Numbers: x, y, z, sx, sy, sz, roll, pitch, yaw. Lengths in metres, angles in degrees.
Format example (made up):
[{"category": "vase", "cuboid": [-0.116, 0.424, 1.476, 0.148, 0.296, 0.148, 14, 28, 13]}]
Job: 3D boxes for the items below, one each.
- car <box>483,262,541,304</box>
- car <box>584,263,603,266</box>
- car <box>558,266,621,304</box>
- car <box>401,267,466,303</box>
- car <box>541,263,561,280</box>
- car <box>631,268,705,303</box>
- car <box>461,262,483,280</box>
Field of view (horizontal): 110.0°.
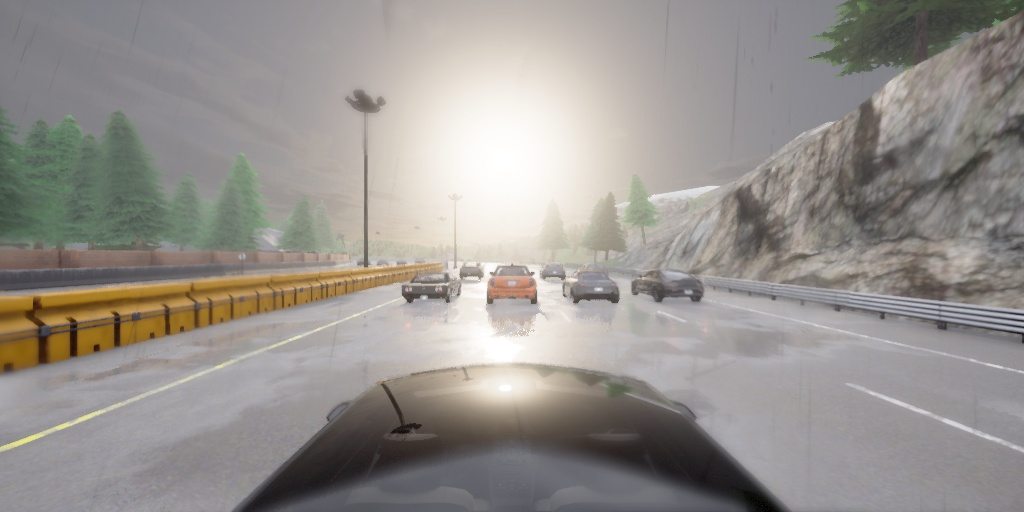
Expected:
[{"category": "car", "cuboid": [0.005, 1.113, 16.459, 2.097, 1.767, 4.553, 0, 0, 0]}, {"category": "car", "cuboid": [7.023, 1.311, 31.480, 2.033, 1.411, 5.357, 0, 0, 0]}, {"category": "car", "cuboid": [3.505, 1.320, 16.485, 1.994, 1.385, 4.181, 0, 0, 0]}, {"category": "car", "cuboid": [-3.495, 1.363, 16.523, 1.895, 1.301, 4.718, 0, 0, 0]}, {"category": "car", "cuboid": [3.523, 1.320, 31.485, 1.994, 1.385, 4.181, 0, 0, 0]}, {"category": "car", "cuboid": [7.005, 1.280, 16.480, 1.812, 1.442, 4.674, 0, 0, 0]}, {"category": "car", "cuboid": [-3.477, 1.243, 31.493, 2.128, 1.511, 4.902, 0, 0, 0]}]
